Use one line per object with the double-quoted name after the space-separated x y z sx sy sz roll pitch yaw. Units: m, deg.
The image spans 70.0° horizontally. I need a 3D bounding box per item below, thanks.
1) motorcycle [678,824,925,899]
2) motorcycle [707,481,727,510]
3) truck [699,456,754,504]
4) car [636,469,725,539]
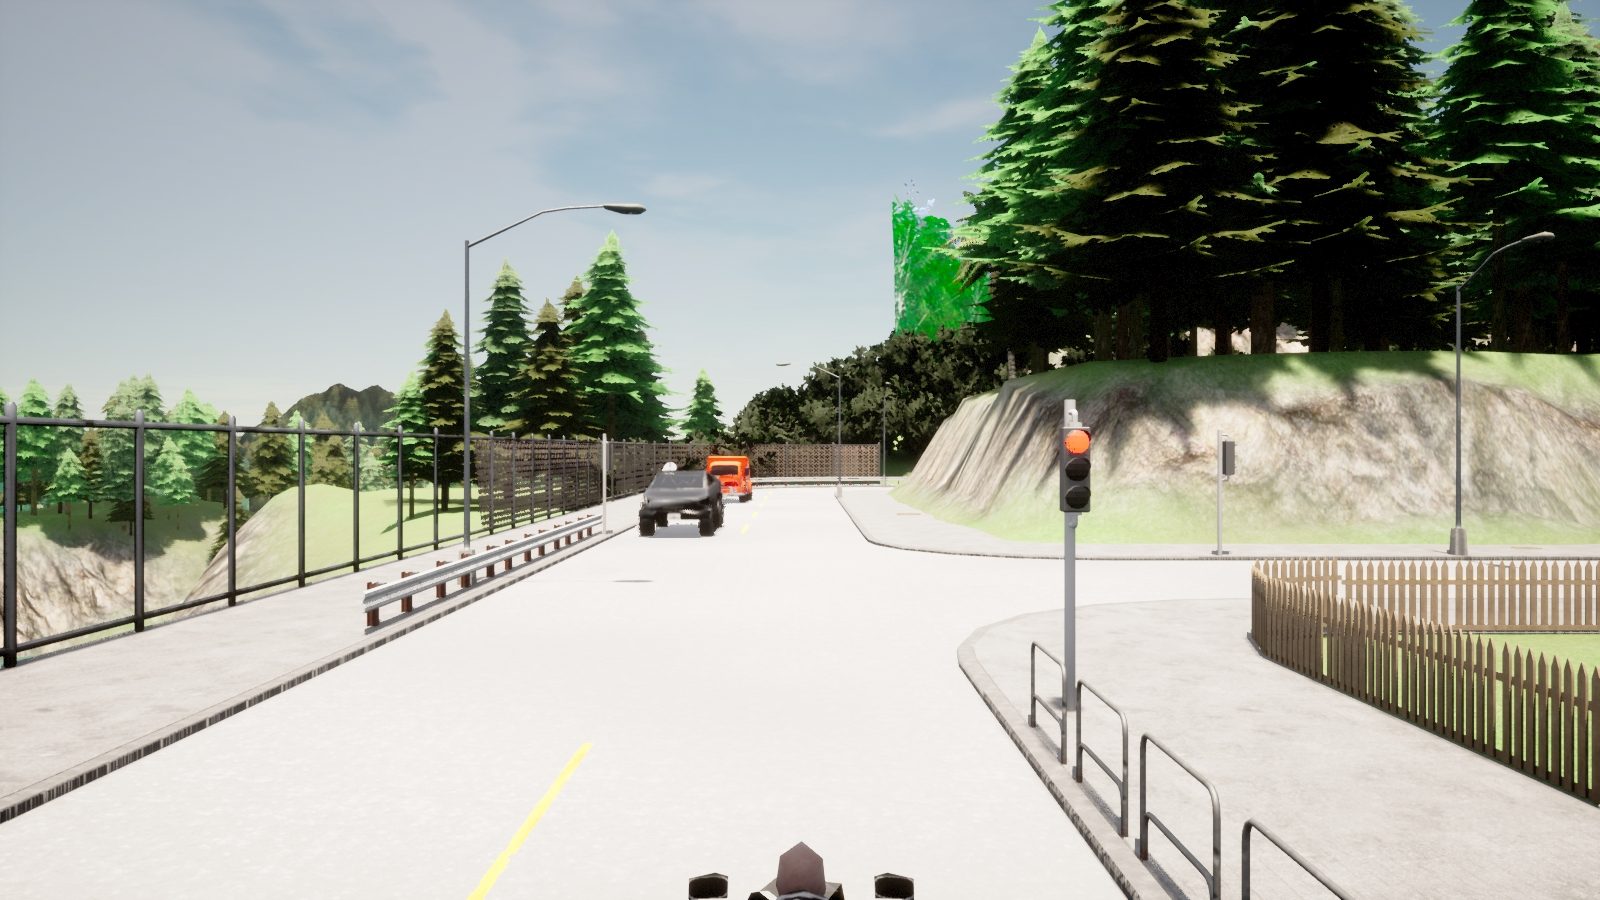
0.004 2.205 3.723 0.867 1.251 2.209 0 0 0 "motorcycle"
-3.945 2.155 54.434 0.764 1.307 2.356 0 0 0 "motorcycle"
-3.942 1.568 62.229 2.627 2.467 5.204 0 0 0 "truck"
-3.961 1.753 39.073 2.390 2.098 6.274 0 0 0 "car"
